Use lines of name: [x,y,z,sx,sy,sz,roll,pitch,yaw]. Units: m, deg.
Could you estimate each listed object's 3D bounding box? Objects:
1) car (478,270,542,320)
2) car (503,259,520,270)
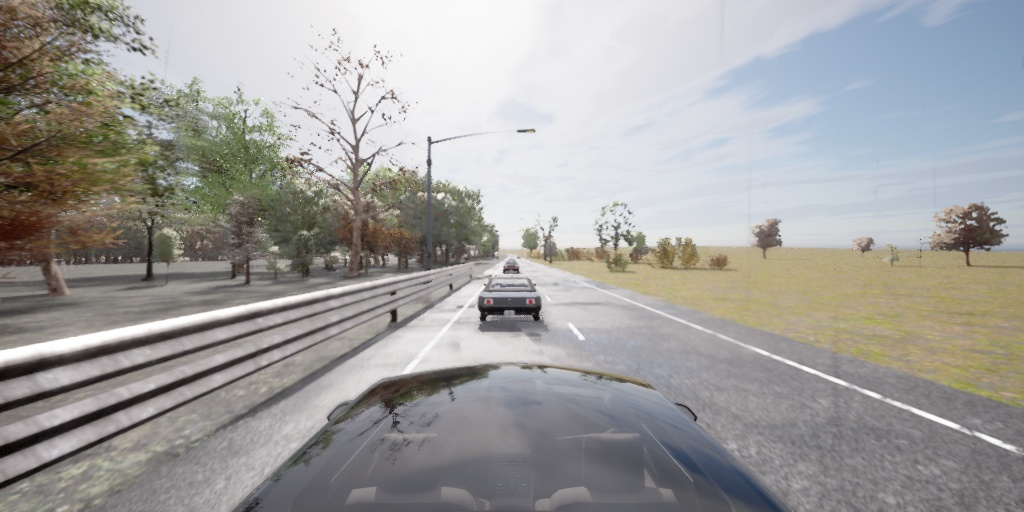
car: [-0.064,1.338,12.510,1.895,1.301,4.718,0,0,0]
car: [-0.072,1.293,42.478,1.895,1.301,4.718,0,0,0]
